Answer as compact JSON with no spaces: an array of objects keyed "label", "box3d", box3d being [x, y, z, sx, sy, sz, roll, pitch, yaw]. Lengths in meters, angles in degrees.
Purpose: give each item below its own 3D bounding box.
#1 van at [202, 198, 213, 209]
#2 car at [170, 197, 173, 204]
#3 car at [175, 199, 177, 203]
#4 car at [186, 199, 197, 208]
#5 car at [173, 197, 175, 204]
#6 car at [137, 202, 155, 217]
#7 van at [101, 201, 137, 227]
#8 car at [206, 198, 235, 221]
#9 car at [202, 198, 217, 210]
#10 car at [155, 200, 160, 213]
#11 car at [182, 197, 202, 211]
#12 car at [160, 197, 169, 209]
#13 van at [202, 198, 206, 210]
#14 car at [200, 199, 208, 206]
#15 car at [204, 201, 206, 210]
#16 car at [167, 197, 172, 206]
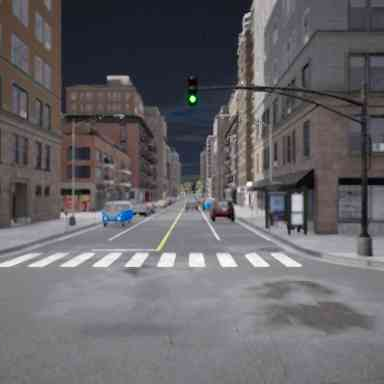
[{"label":"van","box3d":[2.639,1.893,56.939,1.690,1.788,3.998,0,-1,0]},{"label":"car","box3d":[-5.445,2.223,67.741,1.947,1.339,4.313,0,-1,0]},{"label":"car","box3d":[-5.453,2.395,83.959,1.802,1.307,4.206,0,-1,0]},{"label":"car","box3d":[-0.043,2.057,59.707,1.882,1.535,5.008,0,-1,0]},{"label":"car","box3d":[-5.448,2.024,73.150,2.192,1.841,5.009,0,-1,0]},{"label":"car","box3d":[-5.431,1.910,35.305,1.947,1.339,4.313,0,-1,0]},{"label":"van","box3d":[-5.426,1.581,24.496,1.690,1.788,3.998,0,-1,0]},{"label":"car","box3d":[2.683,1.607,29.909,2.192,1.841,5.009,0,-1,0]},{"label":"car","box3d":[2.647,1.815,51.533,2.192,1.841,5.009,0,-1,0]},{"label":"car","box3d":[-5.433,1.941,40.712,1.887,1.381,4.507,0,-1,0]},{"label":"car","box3d":[0.016,1.974,49.615,2.128,1.511,4.902,0,-1,1]},{"label":"car","box3d":[-5.440,2.077,56.761,1.752,1.417,4.829,0,-1,0]},{"label":"van","box3d":[2.656,1.789,46.127,1.690,1.788,3.998,0,-1,0]},{"label":"car","box3d":[2.612,2.235,73.325,1.752,1.417,4.829,0,-1,0]},{"label":"car","box3d":[2.674,1.895,35.313,2.008,1.369,4.403,0,-1,0]},{"label":"car","box3d":[-5.443,2.156,62.335,2.008,1.369,4.403,0,-1,0]}]
